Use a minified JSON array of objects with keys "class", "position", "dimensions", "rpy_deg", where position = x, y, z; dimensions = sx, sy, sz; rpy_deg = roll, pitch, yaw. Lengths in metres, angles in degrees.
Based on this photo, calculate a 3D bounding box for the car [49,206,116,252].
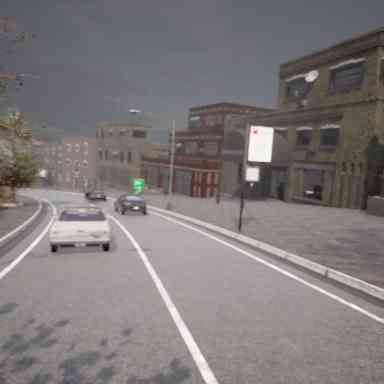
[{"class":"car","position":[-4.003,1.229,12.159],"dimensions":[1.895,1.301,4.718],"rpy_deg":[1,1,-17]}]

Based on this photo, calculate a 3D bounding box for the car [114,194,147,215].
[{"class":"car","position":[-4.659,0.860,24.996],"dimensions":[1.812,1.442,4.674],"rpy_deg":[1,2,-22]}]

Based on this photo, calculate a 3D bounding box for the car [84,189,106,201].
[{"class":"car","position":[-11.717,0.367,40.135],"dimensions":[1.994,1.385,4.181],"rpy_deg":[0,2,-28]}]
